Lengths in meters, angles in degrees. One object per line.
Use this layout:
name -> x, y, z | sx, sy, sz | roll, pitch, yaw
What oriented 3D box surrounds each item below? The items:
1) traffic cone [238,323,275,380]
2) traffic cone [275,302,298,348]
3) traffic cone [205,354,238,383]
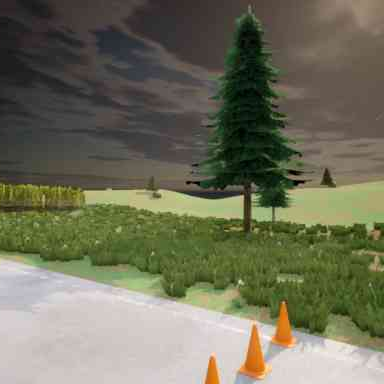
traffic cone -> 0.793, 1.955, 4.196 | 0.340, 0.580, 0.340 | 0, 0, 36
traffic cone -> 1.378, 1.955, 5.007 | 0.340, 0.580, 0.340 | 0, 0, 36
traffic cone -> 0.209, 1.955, 3.385 | 0.340, 0.580, 0.340 | 0, 0, 36
